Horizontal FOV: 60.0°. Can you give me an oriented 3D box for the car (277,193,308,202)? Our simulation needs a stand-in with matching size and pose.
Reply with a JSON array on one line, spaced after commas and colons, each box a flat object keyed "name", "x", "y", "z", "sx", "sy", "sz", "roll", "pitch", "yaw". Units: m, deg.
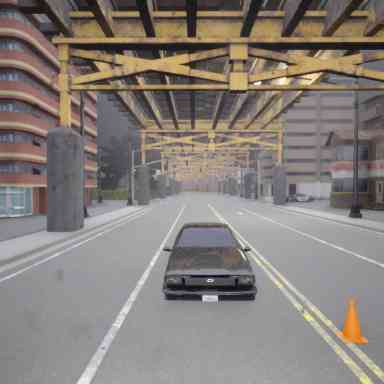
[{"name": "car", "x": 17.830, "y": 0.959, "z": 58.970, "sx": 4.974, "sy": 1.542, "sz": 2.038, "roll": 0, "pitch": 1, "yaw": 25}]

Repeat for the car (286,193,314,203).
[{"name": "car", "x": 17.481, "y": 1.006, "z": 54.813, "sx": 4.974, "sy": 1.542, "sz": 2.038, "roll": 0, "pitch": 1, "yaw": -20}]

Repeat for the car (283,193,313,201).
[{"name": "car", "x": 17.530, "y": 0.849, "z": 54.829, "sx": 4.536, "sy": 1.218, "sz": 1.853, "roll": 0, "pitch": 1, "yaw": -20}]

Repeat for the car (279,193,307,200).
[{"name": "car", "x": 17.878, "y": 0.802, "z": 58.946, "sx": 4.536, "sy": 1.218, "sz": 1.853, "roll": 0, "pitch": 1, "yaw": 25}]

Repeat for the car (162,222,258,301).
[{"name": "car", "x": 0.364, "y": 1.533, "z": 8.705, "sx": 2.033, "sy": 1.411, "sz": 5.357, "roll": 0, "pitch": 0, "yaw": 1}]

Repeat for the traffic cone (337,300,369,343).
[{"name": "traffic cone", "x": 2.455, "y": 1.949, "z": 5.097, "sx": 0.340, "sy": 0.580, "sz": 0.340, "roll": 0, "pitch": 0, "yaw": 0}]
